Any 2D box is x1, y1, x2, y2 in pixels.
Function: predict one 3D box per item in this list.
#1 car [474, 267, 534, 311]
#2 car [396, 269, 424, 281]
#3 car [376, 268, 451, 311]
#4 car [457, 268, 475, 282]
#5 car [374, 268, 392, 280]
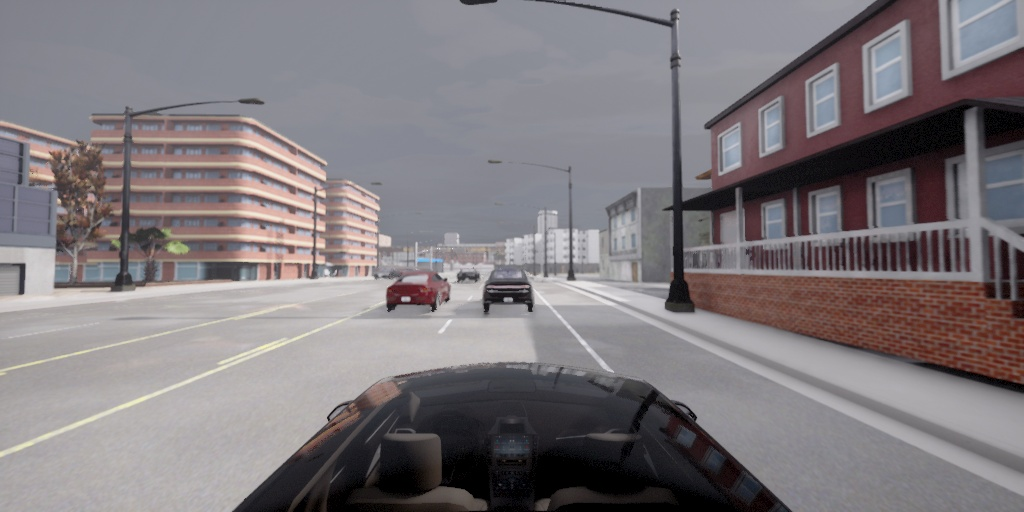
[{"bbox_3d":[-0.160,1.278,14.544,2.128,1.511,4.902,0,0,-1],"label":"car"},{"bbox_3d":[-11.372,2.115,40.399,1.895,1.301,4.718,0,-3,-1],"label":"car"},{"bbox_3d":[-3.659,1.315,14.509,1.812,1.442,4.674,0,0,-1],"label":"car"},{"bbox_3d":[-4.053,1.837,34.220,1.895,1.301,4.718,0,-2,-1],"label":"car"},{"bbox_3d":[-14.921,2.132,42.940,2.128,1.511,4.902,0,-3,-1],"label":"car"}]
